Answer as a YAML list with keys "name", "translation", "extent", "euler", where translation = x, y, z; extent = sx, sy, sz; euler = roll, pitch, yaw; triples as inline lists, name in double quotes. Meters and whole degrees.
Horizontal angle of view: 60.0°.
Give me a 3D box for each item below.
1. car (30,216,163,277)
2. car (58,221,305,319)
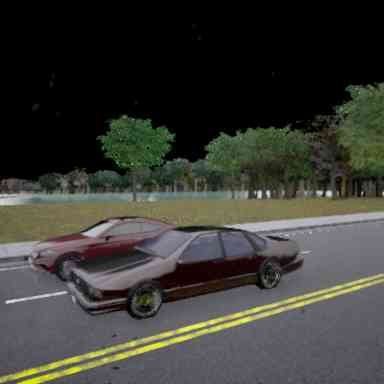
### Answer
- name: "car"
  translation: [-2.163, 1.464, 9.750]
  extent: [4.674, 1.442, 1.812]
  euler: [-1, 1, -33]
- name: "car"
  translation: [0.131, 1.482, 7.375]
  extent: [5.357, 1.411, 2.033]
  euler: [-1, 1, -32]
